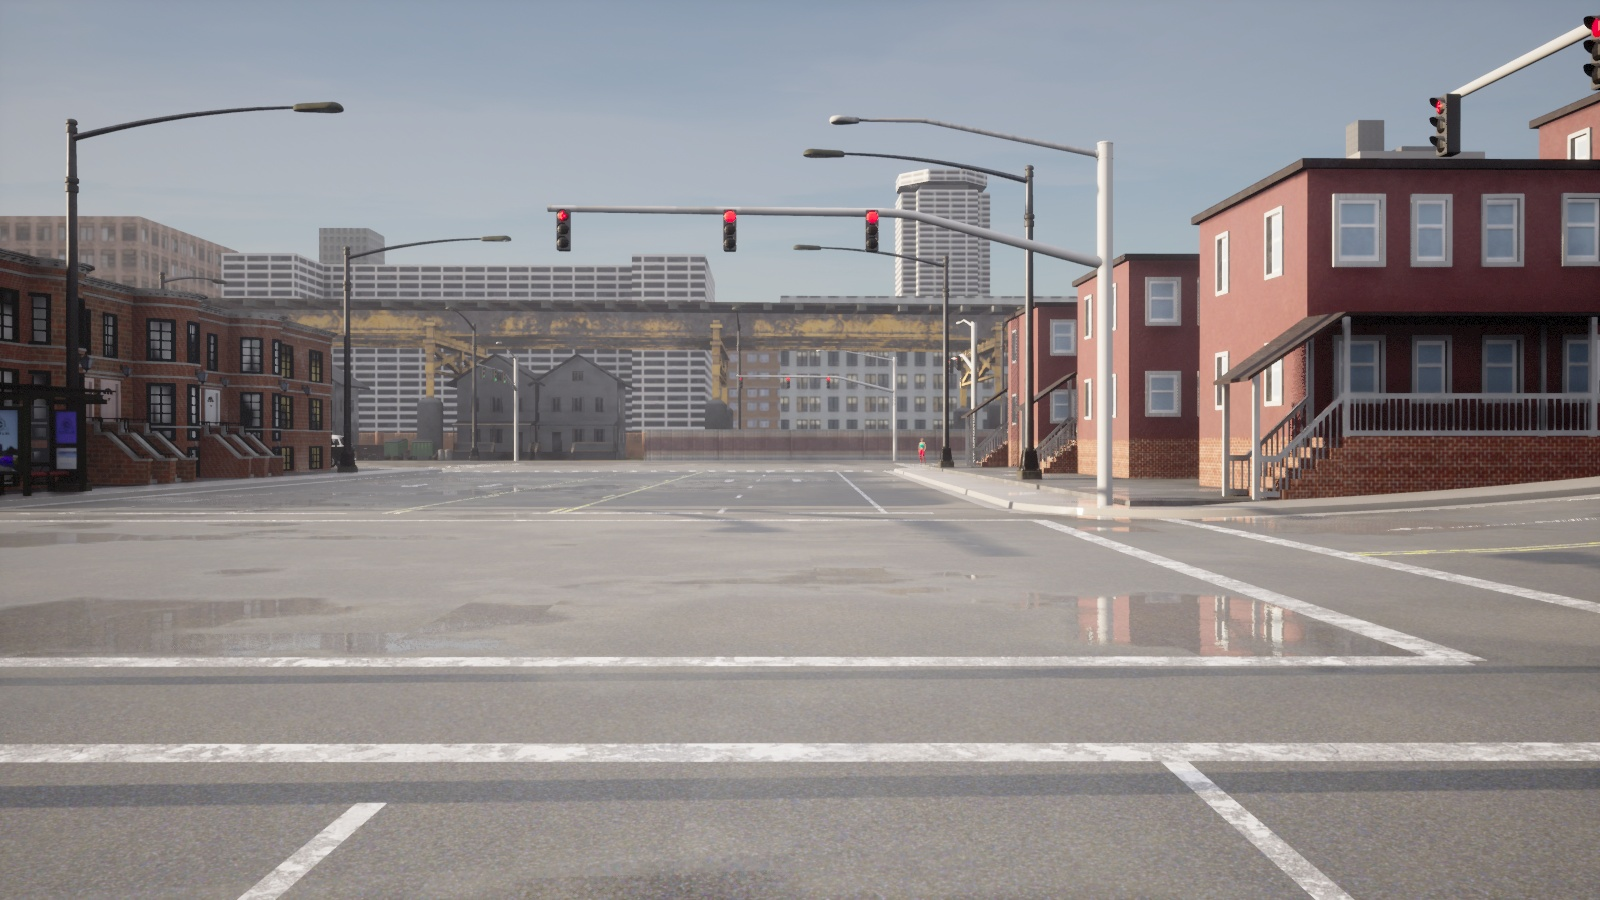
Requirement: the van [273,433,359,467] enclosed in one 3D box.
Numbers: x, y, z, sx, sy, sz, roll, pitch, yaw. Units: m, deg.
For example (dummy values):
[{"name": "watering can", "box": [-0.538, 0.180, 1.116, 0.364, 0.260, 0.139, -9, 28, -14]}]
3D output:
[{"name": "van", "box": [-29.763, 0.010, 77.297, 4.480, 2.038, 2.069, 0, 0, 0]}]
